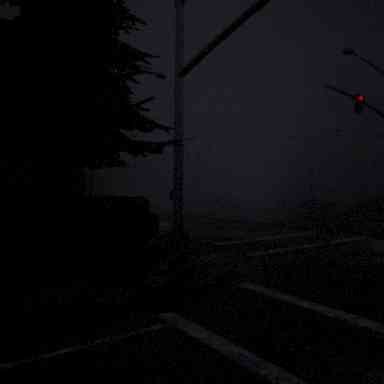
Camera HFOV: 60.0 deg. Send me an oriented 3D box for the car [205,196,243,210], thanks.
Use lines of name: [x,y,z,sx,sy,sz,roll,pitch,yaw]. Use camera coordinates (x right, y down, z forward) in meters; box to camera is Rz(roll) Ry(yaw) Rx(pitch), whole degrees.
car: [4.301,1.612,45.171,2.007,1.523,4.514,1,0,-36]

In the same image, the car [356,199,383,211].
car: [26.304,1.814,47.831,2.007,1.523,4.514,1,0,-36]

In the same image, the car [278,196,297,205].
car: [18.532,1.630,64.539,1.905,1.878,3.866,1,0,-36]

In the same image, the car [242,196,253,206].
car: [8.159,1.573,57.049,2.152,1.636,5.027,1,0,-36]

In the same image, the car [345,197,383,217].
car: [17.732,1.428,32.815,1.905,1.878,3.866,1,0,-36]

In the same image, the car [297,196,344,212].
car: [15.790,1.483,41.118,1.932,1.855,4.605,1,0,-36]

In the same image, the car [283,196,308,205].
car: [20.646,1.681,66.574,1.932,1.855,4.605,1,0,-36]

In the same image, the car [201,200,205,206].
car: [3.145,1.585,53.030,1.970,1.475,3.806,1,0,-36]

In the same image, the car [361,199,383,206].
car: [37.718,2.130,69.577,1.970,1.475,3.806,1,0,-36]
